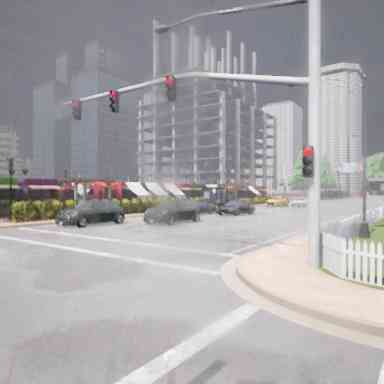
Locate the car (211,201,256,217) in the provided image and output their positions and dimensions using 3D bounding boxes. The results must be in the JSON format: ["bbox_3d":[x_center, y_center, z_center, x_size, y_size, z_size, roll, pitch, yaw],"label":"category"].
[{"bbox_3d":[4.279,1.528,31.714,2.033,1.411,5.357,0,0,35],"label":"car"}]

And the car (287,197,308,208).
[{"bbox_3d":[15.762,1.506,47.995,1.812,1.442,4.674,0,0,35],"label":"car"}]

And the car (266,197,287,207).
[{"bbox_3d":[12.689,1.454,49.718,1.882,1.535,5.008,0,0,35],"label":"car"}]

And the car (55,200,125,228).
[{"bbox_3d":[-6.702,1.327,22.128,2.097,1.767,4.553,0,0,35],"label":"car"}]

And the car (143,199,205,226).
[{"bbox_3d":[-1.360,1.332,23.651,2.097,1.767,4.553,0,0,35],"label":"car"}]

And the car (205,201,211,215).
[{"bbox_3d":[0.355,1.523,32.211,2.033,1.411,5.357,0,0,35],"label":"car"}]
